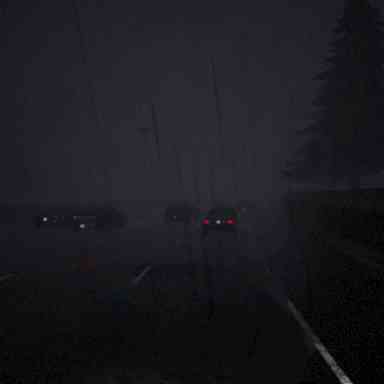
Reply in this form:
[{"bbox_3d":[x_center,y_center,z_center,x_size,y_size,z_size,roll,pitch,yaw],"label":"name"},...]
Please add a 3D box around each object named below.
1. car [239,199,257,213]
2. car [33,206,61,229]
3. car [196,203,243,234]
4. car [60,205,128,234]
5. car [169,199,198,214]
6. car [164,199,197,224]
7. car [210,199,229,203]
[{"bbox_3d":[6.352,1.623,38.566,1.837,1.490,4.892,0,0,17],"label":"car"},{"bbox_3d":[-8.433,1.605,21.803,1.994,1.385,4.181,0,0,9],"label":"car"},{"bbox_3d":[1.771,1.603,19.517,2.033,1.411,5.357,0,0,9],"label":"car"},{"bbox_3d":[-5.259,1.533,19.468,2.128,1.511,4.902,0,0,9],"label":"car"},{"bbox_3d":[-0.924,1.579,38.728,1.882,1.535,5.008,0,0,16],"label":"car"},{"bbox_3d":[-0.682,1.544,25.300,1.882,1.535,5.008,0,0,11],"label":"car"},{"bbox_3d":[3.419,1.608,40.819,2.128,1.511,4.902,0,0,18],"label":"car"}]
